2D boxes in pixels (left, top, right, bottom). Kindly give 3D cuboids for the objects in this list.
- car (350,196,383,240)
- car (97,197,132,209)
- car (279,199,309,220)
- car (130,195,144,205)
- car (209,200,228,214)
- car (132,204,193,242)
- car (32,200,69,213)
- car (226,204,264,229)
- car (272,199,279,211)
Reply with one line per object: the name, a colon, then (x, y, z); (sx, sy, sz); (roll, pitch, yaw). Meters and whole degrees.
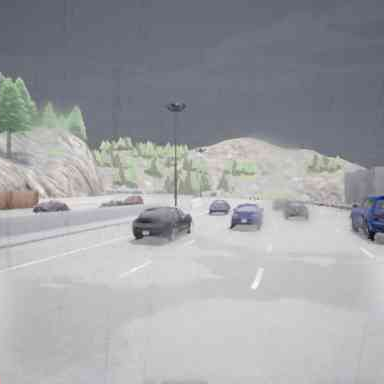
car: (9.653, 1.217, 16.893); (2.150, 2.045, 5.566); (0, 0, 15)
car: (-8.101, 1.552, 34.175); (1.994, 1.385, 4.181); (0, 0, 11)
car: (8.784, 1.540, 28.287); (2.033, 1.411, 5.357); (0, 0, 13)
car: (-8.927, 1.338, 51.337); (2.097, 1.767, 4.553); (0, 0, 6)
car: (2.899, 1.536, 34.623); (2.033, 1.411, 5.357); (0, 0, 10)
car: (-1.316, 1.499, 16.623); (1.837, 1.490, 4.892); (0, 0, 16)
car: (-14.982, 1.551, 35.441); (1.994, 1.385, 4.181); (0, 0, 11)
car: (3.621, 1.519, 21.604); (1.812, 1.442, 4.674); (0, 0, 14)
car: (10.988, 1.536, 40.900); (2.033, 1.411, 5.357); (0, 0, 7)
